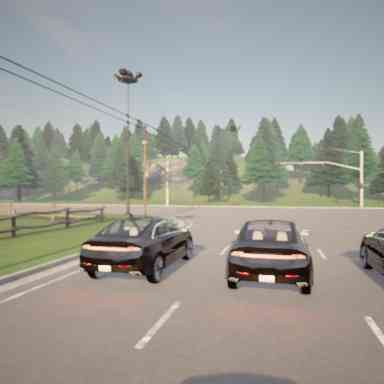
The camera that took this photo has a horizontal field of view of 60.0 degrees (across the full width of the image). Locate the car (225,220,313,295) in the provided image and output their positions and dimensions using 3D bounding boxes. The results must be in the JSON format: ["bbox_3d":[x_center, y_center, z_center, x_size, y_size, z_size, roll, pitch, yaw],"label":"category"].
[{"bbox_3d":[2.076,1.481,8.847,2.128,1.511,4.902,0,0,15],"label":"car"}]

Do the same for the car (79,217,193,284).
[{"bbox_3d":[-1.316,1.479,9.712,2.128,1.511,4.902,0,0,15],"label":"car"}]

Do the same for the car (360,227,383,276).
[{"bbox_3d":[5.472,1.484,7.997,2.128,1.511,4.902,0,0,15],"label":"car"}]
